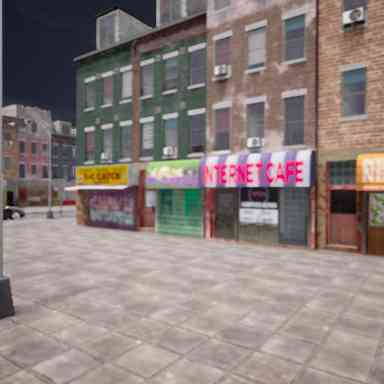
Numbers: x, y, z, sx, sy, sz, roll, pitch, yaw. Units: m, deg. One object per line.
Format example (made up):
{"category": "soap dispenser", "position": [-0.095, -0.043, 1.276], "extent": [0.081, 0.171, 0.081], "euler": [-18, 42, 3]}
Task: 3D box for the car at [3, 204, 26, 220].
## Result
{"category": "car", "position": [-14.632, 1.398, 24.018], "extent": [1.837, 1.490, 4.892], "euler": [0, 1, 35]}
